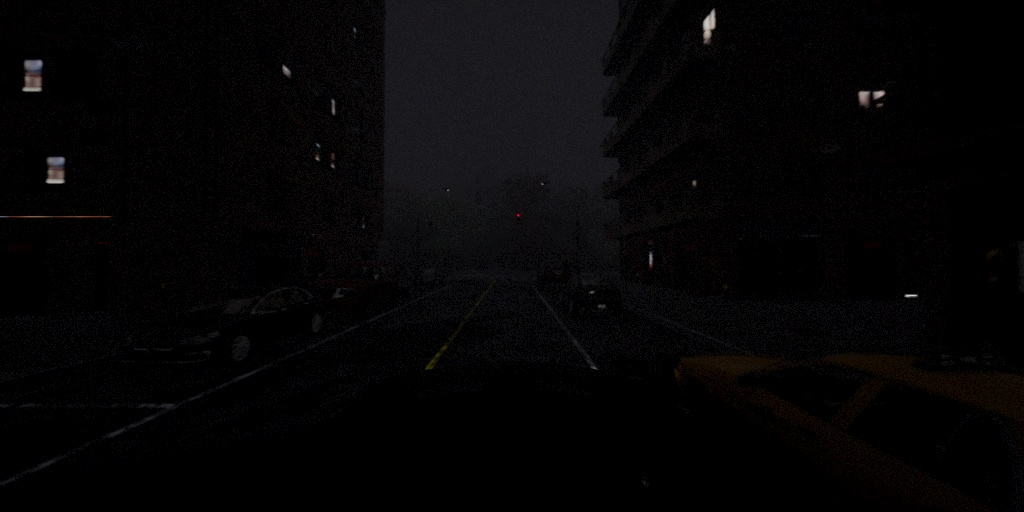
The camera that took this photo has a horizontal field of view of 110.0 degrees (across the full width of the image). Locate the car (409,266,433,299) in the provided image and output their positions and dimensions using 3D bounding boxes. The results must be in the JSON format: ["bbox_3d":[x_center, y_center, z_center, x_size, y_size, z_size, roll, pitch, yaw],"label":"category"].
[{"bbox_3d":[-5.823,1.422,19.093,1.948,1.339,4.313,0,0,0],"label":"car"}]

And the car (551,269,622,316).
[{"bbox_3d":[2.827,1.373,13.494,2.007,1.370,4.403,0,0,0],"label":"car"}]

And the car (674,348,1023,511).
[{"bbox_3d":[2.828,1.280,2.528,1.751,1.417,4.829,0,0,0],"label":"car"}]

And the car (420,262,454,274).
[{"bbox_3d":[-9.118,1.500,41.019,4.902,1.511,2.128,1,-1,1],"label":"car"}]

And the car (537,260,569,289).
[{"bbox_3d":[2.824,1.206,24.629,2.192,1.841,5.009,0,0,0],"label":"car"}]

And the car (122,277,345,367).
[{"bbox_3d":[-5.820,1.338,7.957,2.007,1.370,4.403,0,0,0],"label":"car"}]

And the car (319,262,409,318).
[{"bbox_3d":[-5.821,1.137,13.525,2.192,1.841,5.009,0,0,0],"label":"car"}]

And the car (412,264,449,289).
[{"bbox_3d":[-5.824,1.473,24.661,1.802,1.307,4.207,0,0,0],"label":"car"}]
